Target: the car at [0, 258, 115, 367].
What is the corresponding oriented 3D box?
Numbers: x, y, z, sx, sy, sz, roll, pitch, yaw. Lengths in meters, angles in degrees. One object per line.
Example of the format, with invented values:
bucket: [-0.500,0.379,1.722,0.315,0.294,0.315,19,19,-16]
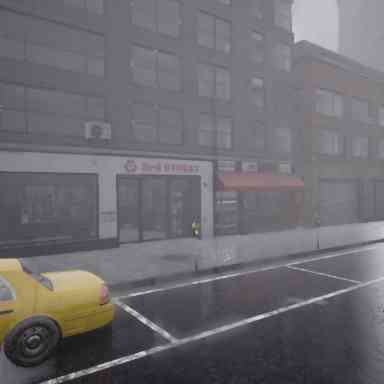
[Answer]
car: [-3.456,1.525,4.197,4.829,1.417,1.752,0,-1,-35]
